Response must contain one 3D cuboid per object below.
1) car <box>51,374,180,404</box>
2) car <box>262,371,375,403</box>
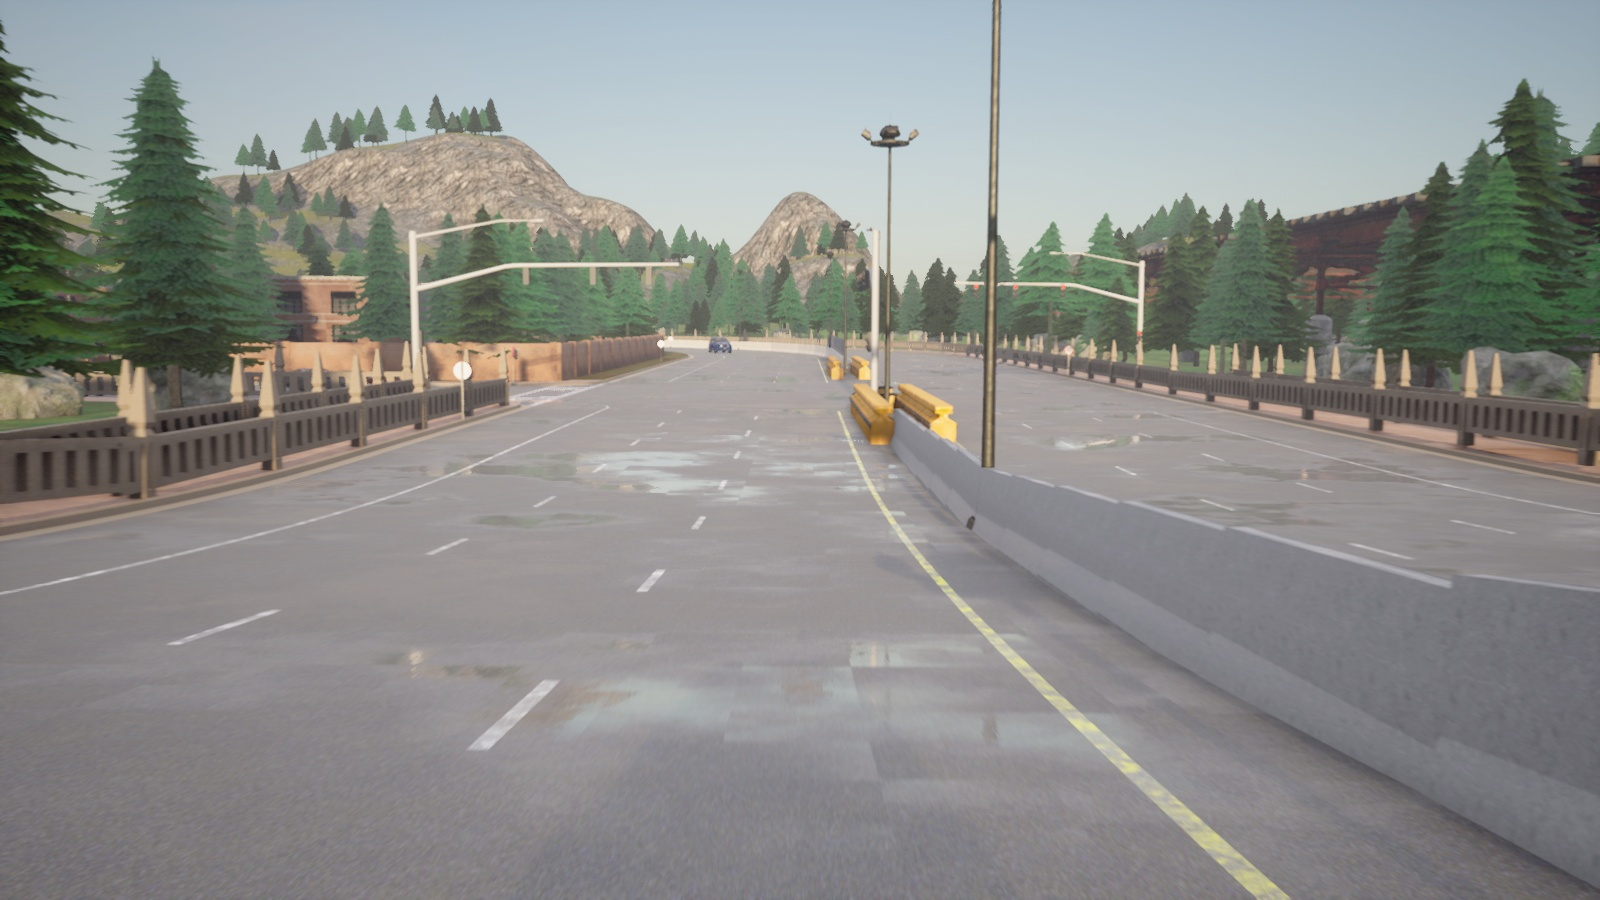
[{"bbox_3d":[-34.832,-3.106,64.016,5.357,1.411,2.033,0,6,0],"label":"car"},{"bbox_3d":[-24.493,-3.237,64.023,4.902,1.511,2.128,0,6,0],"label":"car"}]
